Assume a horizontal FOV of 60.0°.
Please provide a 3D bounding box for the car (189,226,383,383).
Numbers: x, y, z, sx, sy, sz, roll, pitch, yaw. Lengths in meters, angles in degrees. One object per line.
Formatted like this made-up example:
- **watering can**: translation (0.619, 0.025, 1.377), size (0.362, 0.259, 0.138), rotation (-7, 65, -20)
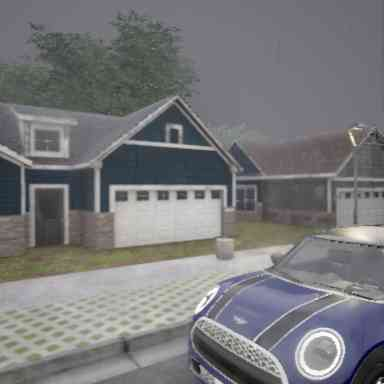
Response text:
- **car**: translation (2.190, 1.315, 4.428), size (4.553, 1.767, 2.097), rotation (0, 1, -33)
